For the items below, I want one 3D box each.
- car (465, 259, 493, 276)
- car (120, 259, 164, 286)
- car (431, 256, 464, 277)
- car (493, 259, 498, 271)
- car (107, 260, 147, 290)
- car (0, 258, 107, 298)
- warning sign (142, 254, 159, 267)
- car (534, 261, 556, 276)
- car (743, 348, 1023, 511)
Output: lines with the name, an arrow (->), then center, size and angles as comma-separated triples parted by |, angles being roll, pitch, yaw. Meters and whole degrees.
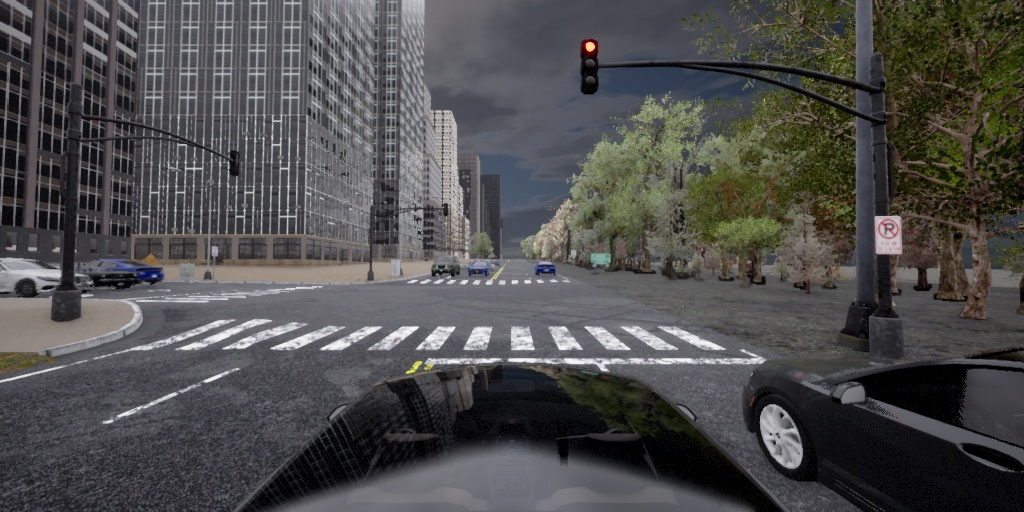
car -> -3.339, 1.252, 37.094 | 1.882, 1.535, 5.008 | 0, 0, 0
car -> -22.578, 0.935, 20.061 | 5.008, 1.535, 1.882 | 1, -2, -3
car -> -6.595, 0.995, 36.239 | 2.150, 2.045, 5.566 | 0, 0, 0
car -> -3.338, 1.383, 48.453 | 1.895, 1.301, 4.718 | 0, 0, 0
car -> -20.643, 0.967, 16.790 | 4.718, 1.301, 1.895 | 1, -2, -4
car -> -18.997, 0.801, 13.637 | 4.674, 1.442, 1.812 | 1, -2, -3
warning sign -> -26.156, 0.734, 25.897 | 1.060, 1.860, 1.300 | 0, 0, -4
car -> 3.367, 1.230, 37.229 | 1.882, 1.535, 5.008 | 0, -1, 0
car -> 3.348, 1.244, 1.809 | 1.837, 1.490, 4.892 | -1, -1, 0
